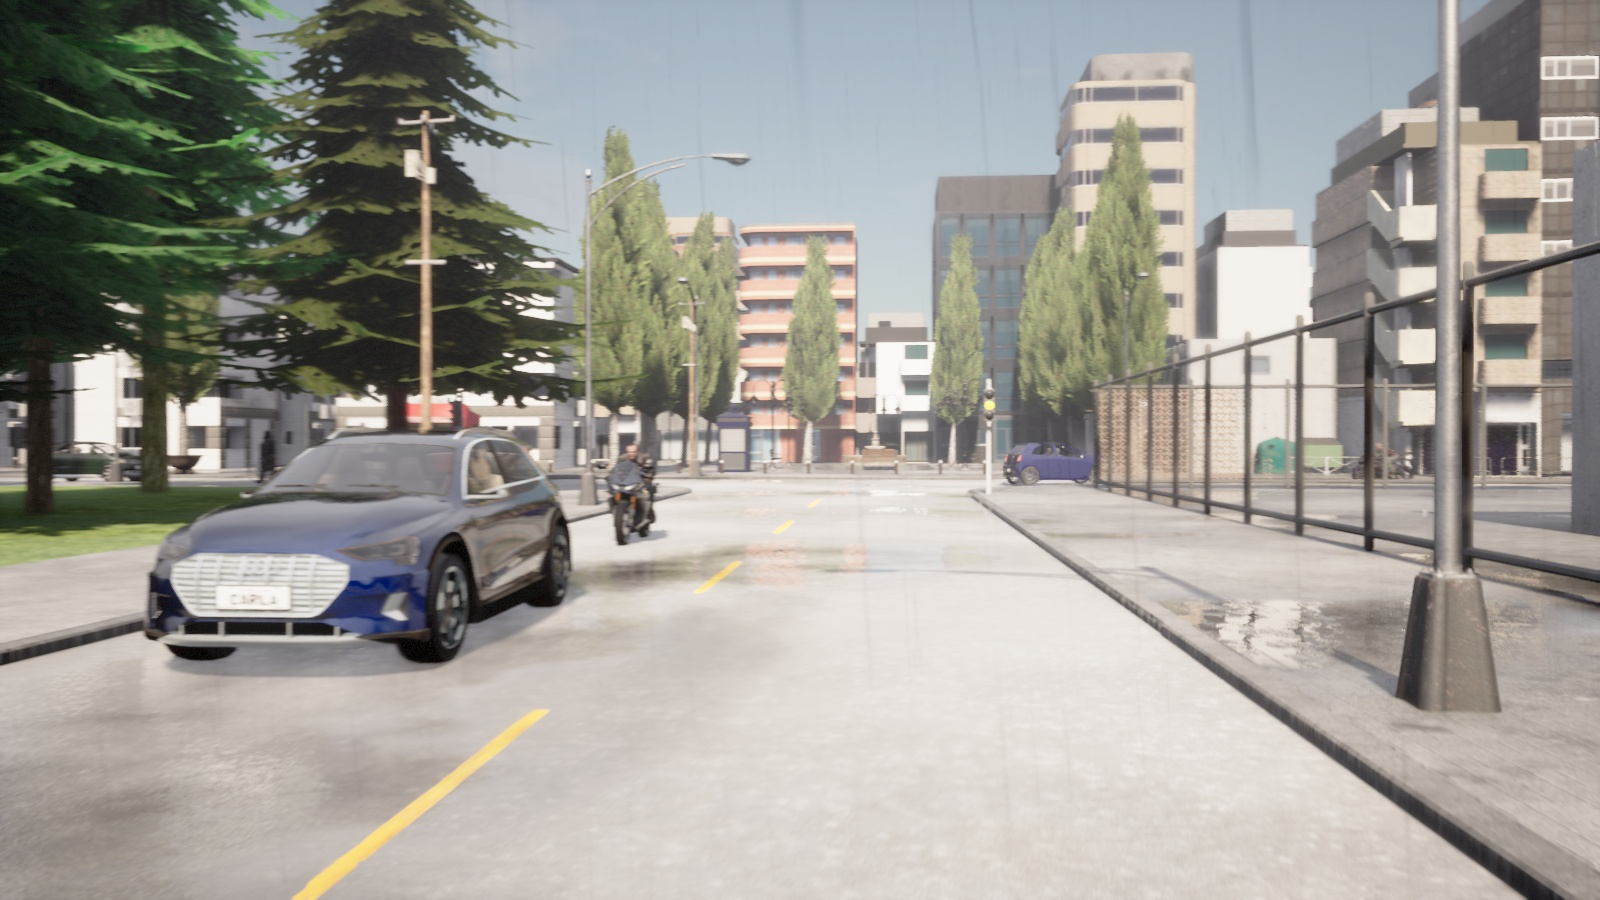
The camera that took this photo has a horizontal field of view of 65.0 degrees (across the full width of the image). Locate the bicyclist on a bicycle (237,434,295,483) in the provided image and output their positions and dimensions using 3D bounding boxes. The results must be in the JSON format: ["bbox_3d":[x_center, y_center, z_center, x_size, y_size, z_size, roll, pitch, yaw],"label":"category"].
[{"bbox_3d":[-19.639,0.323,46.193,1.843,1.776,0.659,0,0,5],"label":"bicyclist on a bicycle"}]

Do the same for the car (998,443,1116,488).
[{"bbox_3d":[8.970,0.526,43.945,3.633,1.501,1.845,0,0,-10],"label":"car"}]

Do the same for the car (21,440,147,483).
[{"bbox_3d":[-26.564,0.417,46.672,3.705,1.549,1.789,0,0,4],"label":"car"}]

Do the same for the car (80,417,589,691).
[{"bbox_3d":[-3.249,0.614,10.053,2.033,1.649,4.856,0,0,3],"label":"car"}]

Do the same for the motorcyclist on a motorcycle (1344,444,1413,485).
[{"bbox_3d":[21.729,0.549,47.230,2.191,1.530,0.866,0,0,4],"label":"motorcyclist on a motorcycle"}]

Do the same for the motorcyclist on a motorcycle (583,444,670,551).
[{"bbox_3d":[-2.595,0.669,19.034,0.866,1.530,2.191,0,0,4],"label":"motorcyclist on a motorcycle"}]

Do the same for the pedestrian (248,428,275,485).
[{"bbox_3d":[-17.374,0.198,40.504,0.726,1.835,0.370,0,0,6],"label":"pedestrian"}]
